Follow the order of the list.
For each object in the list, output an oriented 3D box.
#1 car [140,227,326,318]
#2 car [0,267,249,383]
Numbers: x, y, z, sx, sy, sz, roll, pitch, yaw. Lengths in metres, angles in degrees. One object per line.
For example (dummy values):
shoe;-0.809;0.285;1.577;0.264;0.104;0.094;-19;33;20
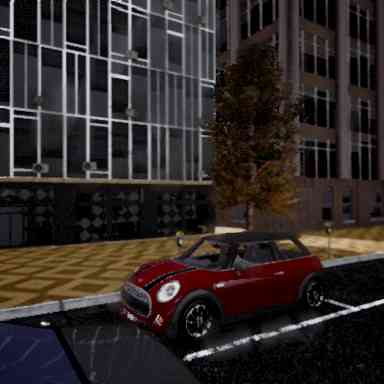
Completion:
car;0.687;1.558;6.550;4.097;1.590;1.967;1;-2;-31
car;-2.375;1.574;1.638;5.357;1.411;2.033;1;-1;-32
